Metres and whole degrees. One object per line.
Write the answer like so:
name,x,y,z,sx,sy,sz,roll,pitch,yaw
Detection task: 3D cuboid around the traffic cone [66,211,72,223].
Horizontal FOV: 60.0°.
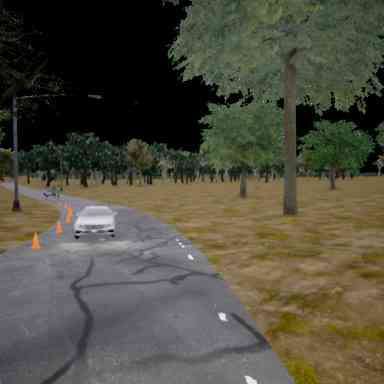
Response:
traffic cone,-8.352,1.778,22.454,0.340,0.580,0.340,-1,1,-17

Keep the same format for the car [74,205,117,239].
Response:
car,-4.819,1.418,16.916,1.812,1.442,4.674,0,1,-13

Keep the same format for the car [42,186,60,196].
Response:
car,-22.711,-0.004,53.478,2.150,2.045,5.566,-1,2,-32

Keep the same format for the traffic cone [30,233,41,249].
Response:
traffic cone,-6.122,1.900,13.026,0.340,0.580,0.340,0,1,-10

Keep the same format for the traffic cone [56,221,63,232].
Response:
traffic cone,-7.104,1.847,17.772,0.340,0.580,0.340,0,1,-13
